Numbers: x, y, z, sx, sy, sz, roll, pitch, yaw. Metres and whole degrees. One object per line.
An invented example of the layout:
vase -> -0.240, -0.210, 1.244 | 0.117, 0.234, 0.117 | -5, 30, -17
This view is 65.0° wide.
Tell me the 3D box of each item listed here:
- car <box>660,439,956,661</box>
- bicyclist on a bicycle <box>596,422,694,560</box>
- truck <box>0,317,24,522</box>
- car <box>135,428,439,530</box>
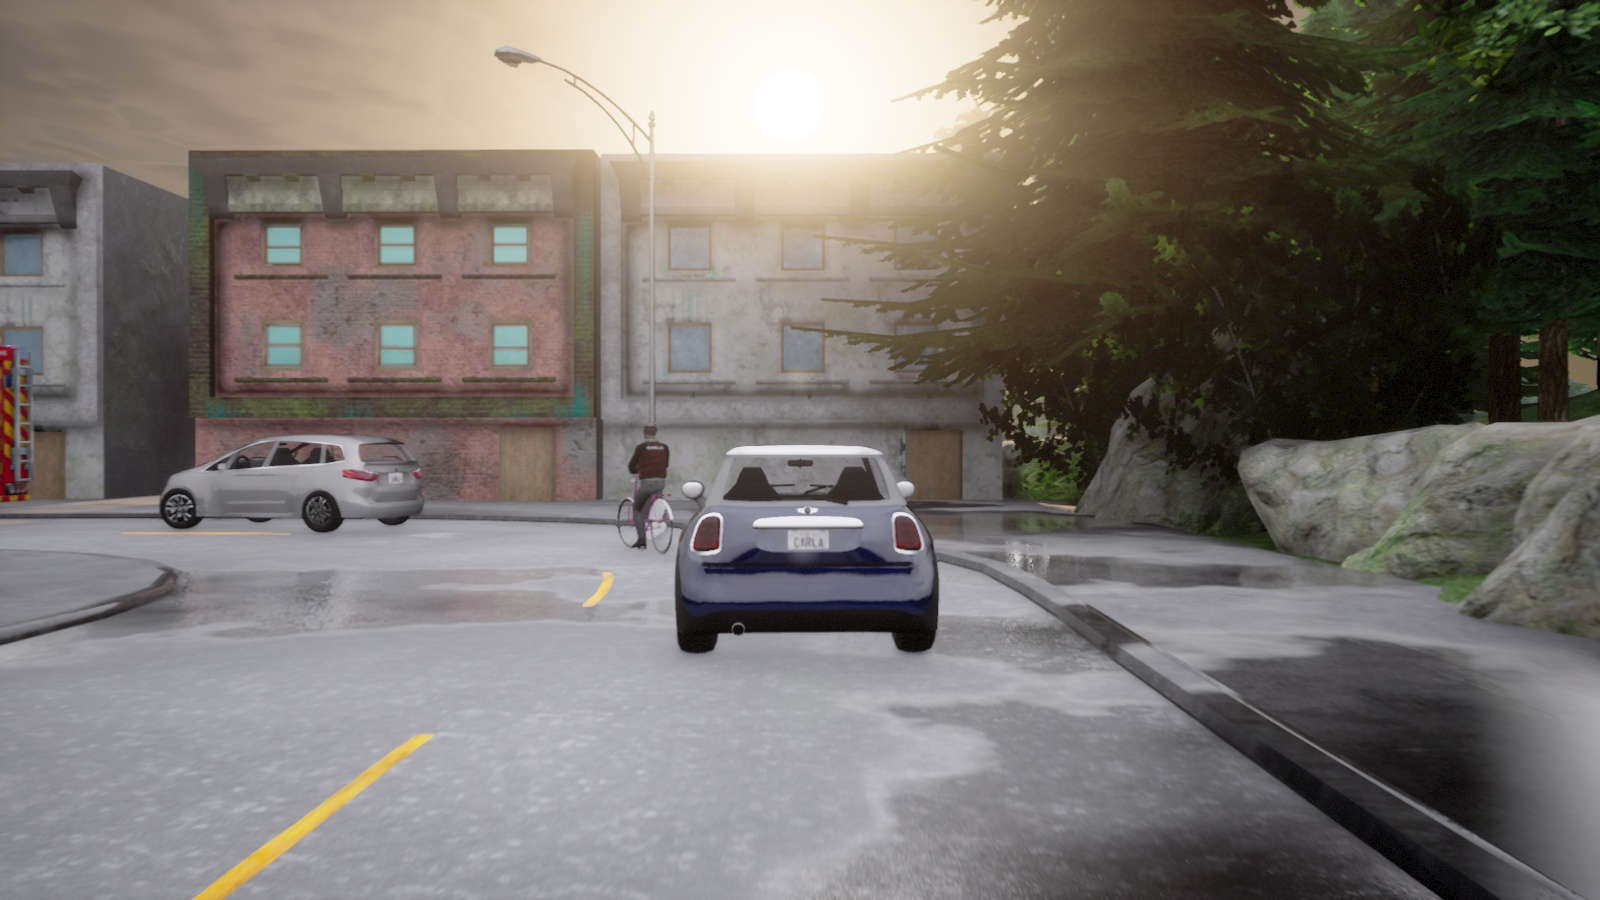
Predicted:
car -> -0.006, 0.654, 10.252 | 1.970, 1.475, 3.806 | 0, 0, -2
bicyclist on a bicycle -> -2.145, 0.520, 17.169 | 0.659, 1.776, 1.843 | 0, 1, -30
truck -> -19.190, -0.563, 22.757 | 8.468, 3.827, 2.891 | 0, 0, 1
car -> -9.043, 0.459, 22.236 | 4.611, 1.667, 2.242 | 0, 0, 18
